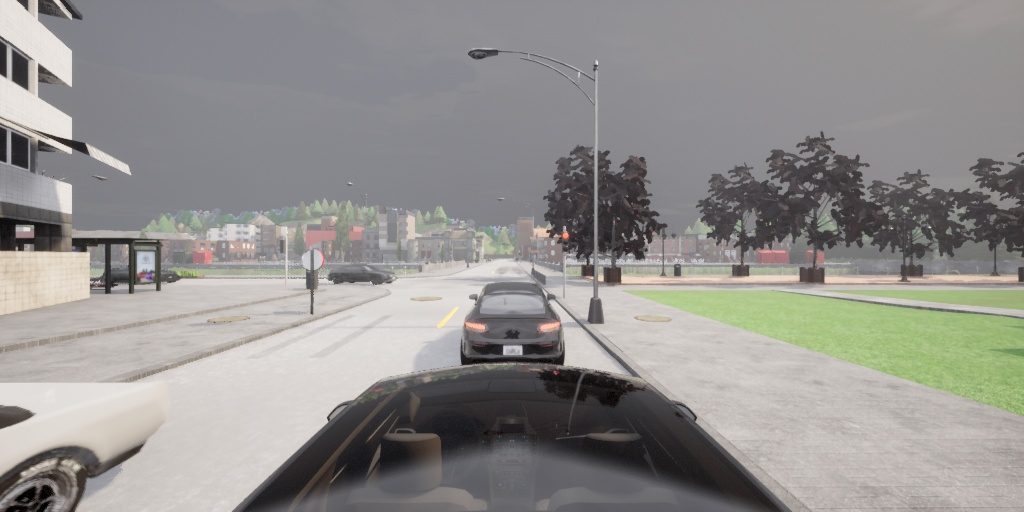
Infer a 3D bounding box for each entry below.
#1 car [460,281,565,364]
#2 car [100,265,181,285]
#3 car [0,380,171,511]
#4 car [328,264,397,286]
[{"bbox_3d":[0.009,1.276,7.781,1.812,1.442,4.674,0,0,0],"label":"car"},{"bbox_3d":[-26.080,1.313,25.267,4.181,1.385,1.994,0,0,0],"label":"car"},{"bbox_3d":[-4.085,1.351,1.037,1.895,1.301,4.718,0,0,0],"label":"car"},{"bbox_3d":[-10.376,1.275,24.935,4.674,1.442,1.812,0,0,9],"label":"car"}]
